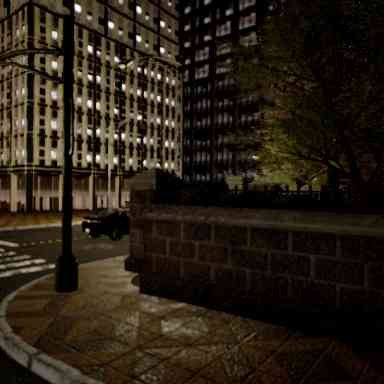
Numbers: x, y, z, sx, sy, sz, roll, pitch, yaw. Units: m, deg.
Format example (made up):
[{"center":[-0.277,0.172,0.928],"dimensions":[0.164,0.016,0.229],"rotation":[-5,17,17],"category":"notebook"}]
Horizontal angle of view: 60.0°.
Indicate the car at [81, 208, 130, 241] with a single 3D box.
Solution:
[{"center":[-3.344,1.564,17.299],"dimensions":[2.128,1.511,4.902],"rotation":[1,0,38],"category":"car"}]
